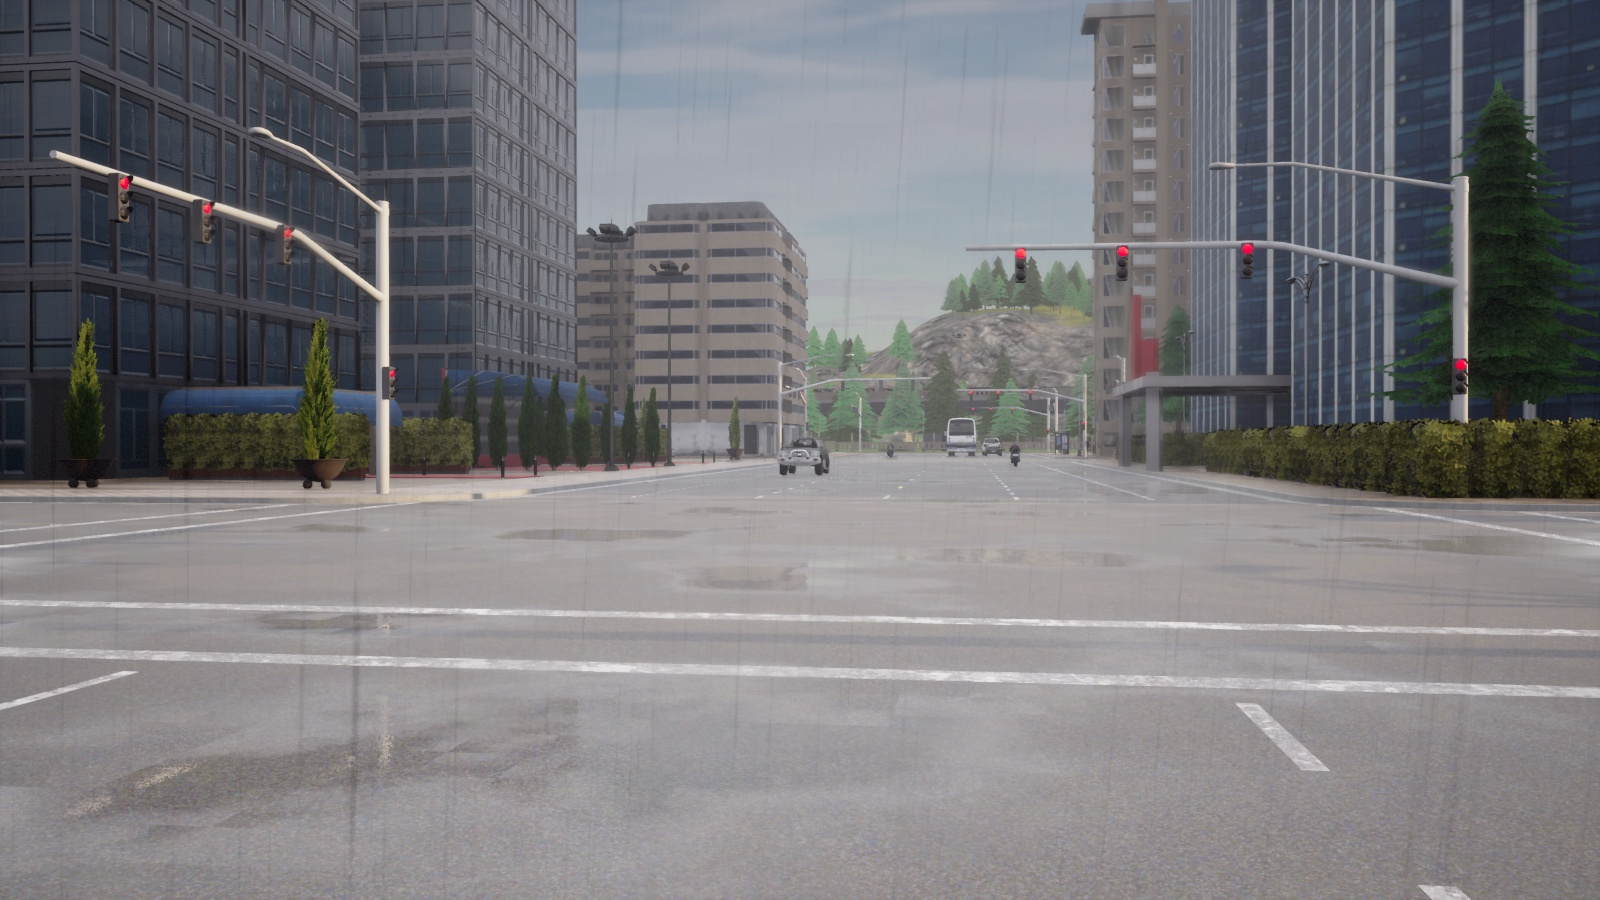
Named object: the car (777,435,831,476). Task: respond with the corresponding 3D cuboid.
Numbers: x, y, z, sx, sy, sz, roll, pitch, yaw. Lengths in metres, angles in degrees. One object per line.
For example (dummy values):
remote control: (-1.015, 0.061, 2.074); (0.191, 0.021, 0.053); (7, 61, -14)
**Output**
car: (0.214, 0.234, 58.296); (1.932, 1.855, 4.605); (0, 0, 7)
